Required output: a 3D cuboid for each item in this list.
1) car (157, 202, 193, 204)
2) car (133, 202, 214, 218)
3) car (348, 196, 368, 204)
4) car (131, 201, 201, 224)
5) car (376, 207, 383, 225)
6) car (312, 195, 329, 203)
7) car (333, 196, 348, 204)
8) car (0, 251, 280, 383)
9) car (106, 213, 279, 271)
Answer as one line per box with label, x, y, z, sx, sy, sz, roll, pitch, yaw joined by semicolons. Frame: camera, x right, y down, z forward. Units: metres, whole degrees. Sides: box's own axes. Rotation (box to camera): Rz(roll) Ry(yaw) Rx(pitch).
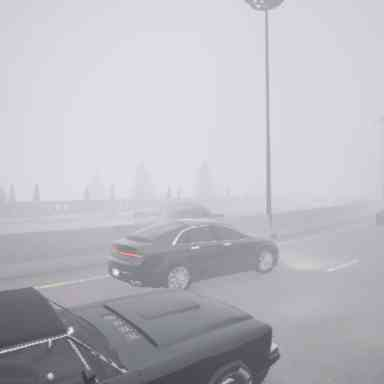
car;-0.688;1.417;22.070;4.902;1.511;2.128;0;0;-45
car;-0.513;1.484;17.353;5.357;1.411;2.033;-1;0;-42
car;25.877;1.241;51.189;1.994;1.385;4.181;0;0;35
car;-1.882;1.472;25.700;2.033;1.411;5.357;0;0;45
car;13.396;1.396;21.566;1.994;1.385;4.181;0;0;40
car;22.995;1.233;59.292;2.033;1.411;5.357;0;0;35
car;25.295;1.273;56.484;1.895;1.301;4.718;0;0;35
car;-1.408;1.597;2.896;4.718;1.301;1.895;-1;0;-36
car;0.255;1.465;8.627;4.892;1.490;1.837;0;0;-38
